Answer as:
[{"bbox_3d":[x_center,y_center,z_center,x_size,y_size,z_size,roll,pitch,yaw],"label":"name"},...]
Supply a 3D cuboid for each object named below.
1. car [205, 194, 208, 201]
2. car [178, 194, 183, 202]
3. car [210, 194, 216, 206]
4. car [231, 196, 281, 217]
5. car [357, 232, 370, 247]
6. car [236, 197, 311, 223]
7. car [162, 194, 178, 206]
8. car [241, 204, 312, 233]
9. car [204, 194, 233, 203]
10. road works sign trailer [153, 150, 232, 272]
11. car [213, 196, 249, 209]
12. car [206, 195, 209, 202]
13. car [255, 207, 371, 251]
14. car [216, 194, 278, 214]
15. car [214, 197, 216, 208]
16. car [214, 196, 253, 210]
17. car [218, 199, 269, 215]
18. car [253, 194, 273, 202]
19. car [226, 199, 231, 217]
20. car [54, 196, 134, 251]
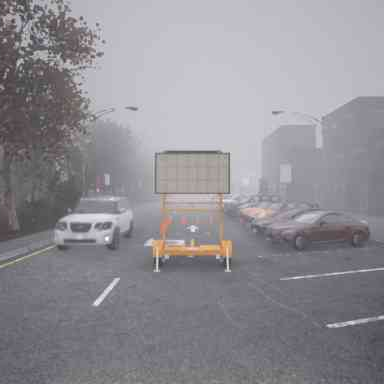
[{"bbox_3d":[5.404,1.613,65.027,5.366,1.575,1.946,1,0,-20],"label":"car"},{"bbox_3d":[-3.568,1.427,83.771,2.150,2.045,5.566,0,0,5],"label":"car"},{"bbox_3d":[5.437,1.271,38.048,5.566,2.045,2.435,1,0,-20],"label":"car"},{"bbox_3d":[5.407,1.369,23.056,4.553,1.767,2.185,1,0,-20],"label":"car"},{"bbox_3d":[5.317,1.487,5.043,4.892,1.521,2.231,1,0,-20],"label":"car"},{"bbox_3d":[5.392,1.366,20.055,4.553,1.767,2.185,1,0,-20],"label":"car"},{"bbox_3d":[-3.946,1.451,56.778,2.097,1.767,4.553,0,0,0],"label":"car"},{"bbox_3d":[5.318,1.518,17.035,4.792,1.488,2.163,1,0,-20],"label":"car"},{"bbox_3d":[5.611,1.391,71.120,5.566,2.045,2.435,1,0,-20],"label":"car"},{"bbox_3d":[0.018,0.465,10.777,2.380,3.560,2.880,0,0,0],"label":"road works sign trailer"},{"bbox_3d":[5.480,1.424,47.063,4.553,1.767,2.185,1,0,-20],"label":"car"},{"bbox_3d":[5.545,1.583,56.082,5.008,1.535,2.097,1,-1,-20],"label":"car"},{"bbox_3d":[5.336,1.528,14.043,4.674,1.452,2.002,1,0,-20],"label":"car"},{"bbox_3d":[5.397,1.252,29.031,5.566,2.045,2.435,1,0,-20],"label":"car"},{"bbox_3d":[5.251,1.503,31.989,5.366,1.575,1.946,1,0,-20],"label":"car"},{"bbox_3d":[5.463,1.414,44.061,4.553,1.767,2.185,1,0,-20],"label":"car"},{"bbox_3d":[5.414,1.545,35.046,4.792,1.488,2.163,1,0,-20],"label":"car"},{"bbox_3d":[18.624,1.463,87.074,2.435,2.045,5.566,0,0,-21],"label":"car"},{"bbox_3d":[5.387,1.538,26.052,4.674,1.452,2.002,1,0,-20],"label":"car"},{"bbox_3d":[-3.927,1.223,14.379,2.150,2.045,5.566,0,0,0],"label":"car"}]
